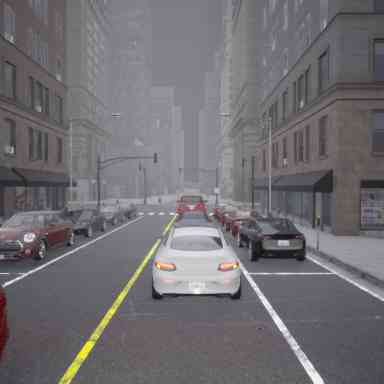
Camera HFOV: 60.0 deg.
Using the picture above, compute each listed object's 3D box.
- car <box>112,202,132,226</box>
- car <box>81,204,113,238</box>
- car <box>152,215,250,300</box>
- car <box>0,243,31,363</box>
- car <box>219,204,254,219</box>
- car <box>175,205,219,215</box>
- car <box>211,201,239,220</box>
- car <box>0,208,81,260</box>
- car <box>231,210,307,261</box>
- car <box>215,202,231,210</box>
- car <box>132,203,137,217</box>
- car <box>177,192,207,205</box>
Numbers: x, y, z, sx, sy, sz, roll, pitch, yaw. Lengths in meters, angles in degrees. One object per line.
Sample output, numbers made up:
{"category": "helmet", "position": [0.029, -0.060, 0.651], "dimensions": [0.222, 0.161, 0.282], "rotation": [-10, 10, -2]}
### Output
{"category": "car", "position": [-5.792, 1.549, 23.040], "dimensions": [2.008, 1.369, 4.403], "rotation": [-1, 0, 0]}
{"category": "car", "position": [-5.788, 1.564, 17.535], "dimensions": [1.947, 1.339, 4.313], "rotation": [-1, 0, 0]}
{"category": "car", "position": [0.093, 1.524, 8.279], "dimensions": [1.812, 1.442, 4.674], "rotation": [0, 0, 0]}
{"category": "car", "position": [-3.102, 1.477, 1.898], "dimensions": [1.882, 1.535, 5.008], "rotation": [0, 0, 0]}
{"category": "car", "position": [2.737, 1.543, 17.541], "dimensions": [1.887, 1.381, 4.507], "rotation": [-1, 0, 0]}
{"category": "car", "position": [0.083, 1.562, 16.765], "dimensions": [1.994, 1.385, 4.181], "rotation": [0, 0, 0]}
{"category": "car", "position": [2.728, 1.544, 28.552], "dimensions": [1.887, 1.381, 4.507], "rotation": [-1, 0, 0]}
{"category": "car", "position": [-5.785, 1.438, 12.029], "dimensions": [1.967, 1.590, 4.097], "rotation": [-1, 0, 0]}
{"category": "car", "position": [2.742, 1.564, 12.037], "dimensions": [1.947, 1.339, 4.313], "rotation": [-1, 0, 0]}
{"category": "car", "position": [2.733, 1.543, 23.047], "dimensions": [1.887, 1.381, 4.507], "rotation": [-1, 0, 0]}
{"category": "car", "position": [-5.797, 1.543, 28.546], "dimensions": [1.887, 1.381, 4.507], "rotation": [-1, 0, 0]}
{"category": "car", "position": [-0.022, 1.220, 26.152], "dimensions": [2.150, 2.045, 5.566], "rotation": [0, 0, 0]}
